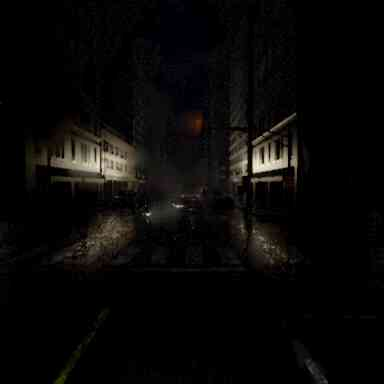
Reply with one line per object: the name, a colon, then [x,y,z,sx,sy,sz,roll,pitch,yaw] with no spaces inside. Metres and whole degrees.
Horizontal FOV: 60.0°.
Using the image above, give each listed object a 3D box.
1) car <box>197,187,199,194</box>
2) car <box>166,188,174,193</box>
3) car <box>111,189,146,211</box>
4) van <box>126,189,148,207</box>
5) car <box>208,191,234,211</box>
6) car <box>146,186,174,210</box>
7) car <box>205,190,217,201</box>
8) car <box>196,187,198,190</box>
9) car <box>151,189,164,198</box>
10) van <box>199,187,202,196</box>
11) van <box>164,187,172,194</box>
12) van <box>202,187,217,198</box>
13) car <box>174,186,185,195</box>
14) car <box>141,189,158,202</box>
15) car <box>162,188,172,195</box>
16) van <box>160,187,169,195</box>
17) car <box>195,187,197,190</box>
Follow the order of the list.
car: [2.563,0.131,68.485,1.802,1.307,4.206,0,1,0]
car: [-6.057,-0.343,90.448,1.947,1.339,4.313,0,1,0]
car: [-5.798,0.678,29.942,2.192,1.841,5.009,0,1,0]
van: [-5.822,0.588,35.442,1.690,1.788,3.998,0,1,0]
car: [2.728,0.905,29.983,1.887,1.381,4.507,0,1,0]
car: [-3.135,0.654,31.571,2.150,2.045,5.566,0,3,0]
car: [2.705,0.810,35.483,1.947,1.339,4.313,0,1,0]
car: [2.516,-0.100,79.484,1.802,1.307,4.206,0,1,0]
car: [-5.916,0.223,57.445,1.967,1.590,4.097,0,1,0]
van: [2.609,0.122,57.479,1.690,1.788,3.998,0,1,0]
van: [-6.034,-0.453,84.943,1.690,1.788,3.998,0,1,0]
van: [2.657,0.354,46.479,1.690,1.788,3.998,0,1,0]
car: [-3.309,-0.318,71.918,2.150,2.045,5.566,0,1,0]
car: [-5.869,0.455,46.444,1.967,1.590,4.097,0,1,0]
car: [-6.010,-0.129,79.447,2.008,1.369,4.403,0,1,0]
van: [-5.987,-0.223,73.944,1.690,1.788,3.998,0,1,0]
car: [2.491,-0.482,84.979,2.192,1.841,5.009,0,1,0]
